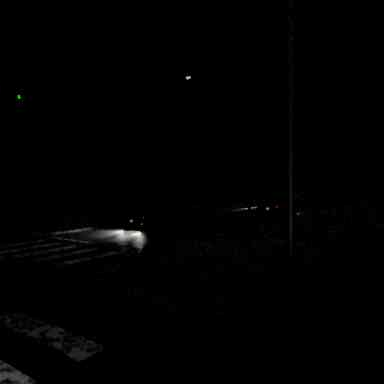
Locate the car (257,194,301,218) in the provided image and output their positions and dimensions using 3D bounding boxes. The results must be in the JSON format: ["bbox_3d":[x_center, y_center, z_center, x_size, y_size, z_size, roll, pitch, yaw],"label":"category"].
[{"bbox_3d":[6.595,1.124,25.478,1.994,1.385,4.181,0,1,35],"label":"car"}]

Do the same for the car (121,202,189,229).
[{"bbox_3d":[-2.015,1.286,18.977,1.994,1.385,4.181,0,1,35],"label":"car"}]

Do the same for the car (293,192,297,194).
[{"bbox_3d":[10.099,0.733,35.879,2.097,1.767,4.553,0,1,36],"label":"car"}]
